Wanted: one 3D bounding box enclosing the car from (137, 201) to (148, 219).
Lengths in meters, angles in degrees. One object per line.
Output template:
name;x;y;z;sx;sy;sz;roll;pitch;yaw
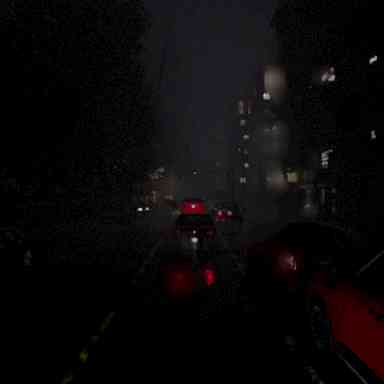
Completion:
car;-5.679;1.720;31.165;2.008;1.369;4.403;0;0;0

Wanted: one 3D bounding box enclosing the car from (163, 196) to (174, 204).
car;-5.664;1.790;80.362;2.192;1.841;5.009;0;0;0

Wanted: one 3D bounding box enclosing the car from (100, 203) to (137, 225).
car;-5.682;1.662;25.364;1.752;1.417;4.829;0;0;0

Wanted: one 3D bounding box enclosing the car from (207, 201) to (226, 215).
car;2.702;1.729;36.964;1.752;1.417;4.829;0;0;0

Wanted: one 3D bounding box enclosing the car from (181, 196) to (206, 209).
car;0.112;1.394;31.842;2.150;2.045;5.566;0;0;0

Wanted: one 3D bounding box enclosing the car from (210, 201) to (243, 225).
car;2.698;1.577;25.532;1.967;1.590;4.097;0;0;0

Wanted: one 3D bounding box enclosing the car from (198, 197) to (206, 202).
car;2.721;2.095;91.428;1.887;1.381;4.507;0;0;0

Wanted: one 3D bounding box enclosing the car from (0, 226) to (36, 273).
car;-5.688;1.596;8.644;2.008;1.369;4.403;0;0;0

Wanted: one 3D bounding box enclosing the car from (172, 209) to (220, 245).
car;0.106;1.684;15.894;1.895;1.301;4.718;0;0;0

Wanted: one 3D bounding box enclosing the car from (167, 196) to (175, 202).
car;-5.660;1.990;91.432;1.967;1.590;4.097;0;0;0

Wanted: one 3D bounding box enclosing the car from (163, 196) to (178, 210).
car;-2.984;1.764;47.361;2.128;1.511;4.902;0;0;0

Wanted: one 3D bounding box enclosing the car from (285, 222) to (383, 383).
car;2.690;1.331;3.012;2.192;1.841;5.009;0;0;0

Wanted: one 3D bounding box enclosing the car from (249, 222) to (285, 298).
car;2.692;1.485;8.642;1.967;1.590;4.097;0;0;0

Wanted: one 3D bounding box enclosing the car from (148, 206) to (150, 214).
car;-5.678;1.727;36.625;1.752;1.417;4.829;0;0;0

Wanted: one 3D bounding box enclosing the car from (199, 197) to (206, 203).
car;2.719;2.039;86.063;1.752;1.417;4.829;0;0;0

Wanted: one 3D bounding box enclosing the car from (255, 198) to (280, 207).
car;14.639;1.956;63.780;5.009;1.841;2.192;1;-1;0

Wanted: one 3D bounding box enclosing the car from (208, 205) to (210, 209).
car;2.701;1.735;31.162;1.947;1.339;4.313;0;0;0
